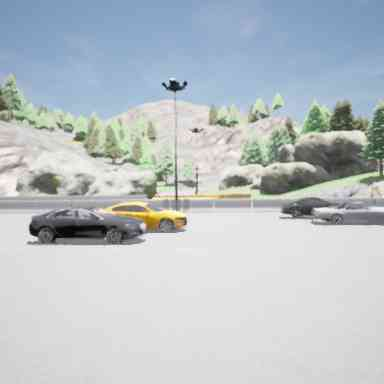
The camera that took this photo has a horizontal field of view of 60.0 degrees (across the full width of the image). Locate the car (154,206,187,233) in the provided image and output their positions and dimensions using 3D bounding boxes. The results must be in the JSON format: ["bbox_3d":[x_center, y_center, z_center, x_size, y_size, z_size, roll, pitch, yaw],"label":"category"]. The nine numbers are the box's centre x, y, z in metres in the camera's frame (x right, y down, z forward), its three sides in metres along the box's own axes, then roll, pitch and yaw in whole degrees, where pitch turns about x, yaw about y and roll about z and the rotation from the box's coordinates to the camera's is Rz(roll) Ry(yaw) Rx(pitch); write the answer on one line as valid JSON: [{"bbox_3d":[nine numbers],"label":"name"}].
[{"bbox_3d":[-2.747,1.269,17.446,5.008,1.535,1.882,-1,1,8],"label":"car"}]

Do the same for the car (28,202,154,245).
[{"bbox_3d":[-4.407,1.353,14.137,4.902,1.511,2.128,-1,1,8],"label":"car"}]

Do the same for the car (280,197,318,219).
[{"bbox_3d":[8.507,1.077,23.004,4.674,1.442,1.812,-1,1,8],"label":"car"}]

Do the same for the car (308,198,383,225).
[{"bbox_3d":[9.572,1.190,19.332,4.718,1.301,1.895,-1,1,8],"label":"car"}]
